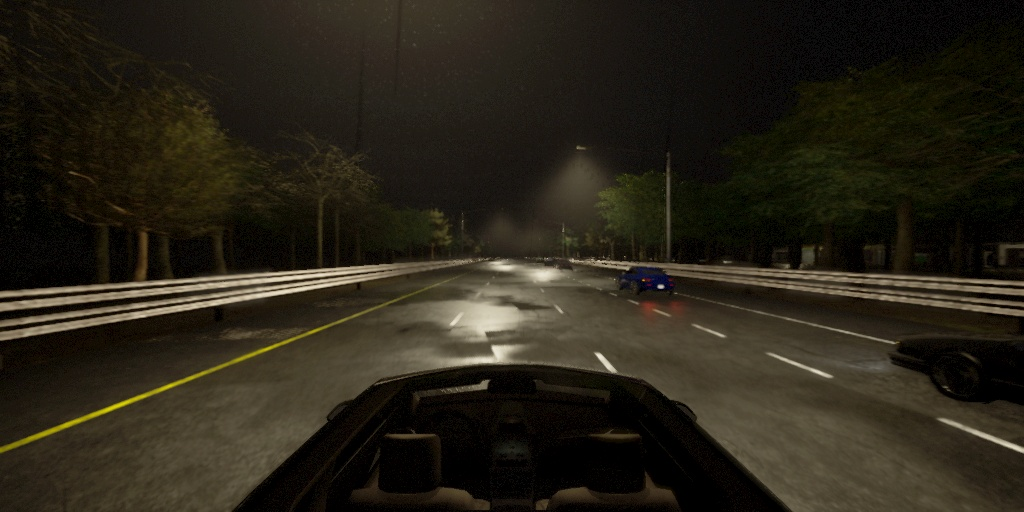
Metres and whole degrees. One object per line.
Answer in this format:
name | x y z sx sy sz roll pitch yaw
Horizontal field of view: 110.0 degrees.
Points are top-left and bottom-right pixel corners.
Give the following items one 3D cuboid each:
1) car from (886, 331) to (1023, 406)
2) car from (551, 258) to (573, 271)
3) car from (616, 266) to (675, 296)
car | 6.999 1.299 3.286 2.033 1.411 5.357 0 0 0
car | 7.087 1.285 49.226 2.033 1.411 5.357 0 0 0
car | 7.018 1.274 19.195 1.812 1.442 4.674 0 0 0
